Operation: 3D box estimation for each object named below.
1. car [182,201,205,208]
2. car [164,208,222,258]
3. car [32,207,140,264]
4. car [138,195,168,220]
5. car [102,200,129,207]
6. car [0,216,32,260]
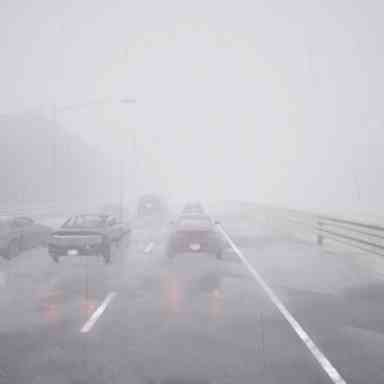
[{"bbox_3d":[0.099,1.550,29.936,2.128,1.511,4.902,0,0,0],"label":"car"},{"bbox_3d":[0.099,1.546,12.708,1.812,1.442,4.674,0,0,0],"label":"car"},{"bbox_3d":[-3.402,1.510,11.909,2.128,1.511,4.902,0,0,0],"label":"car"},{"bbox_3d":[-3.389,1.264,29.085,2.150,2.045,5.566,1,-1,0],"label":"car"},{"bbox_3d":[-6.900,1.541,30.052,1.837,1.490,4.892,0,-1,0],"label":"car"},{"bbox_3d":[-6.902,1.584,12.571,1.994,1.385,4.181,0,0,0],"label":"car"}]
